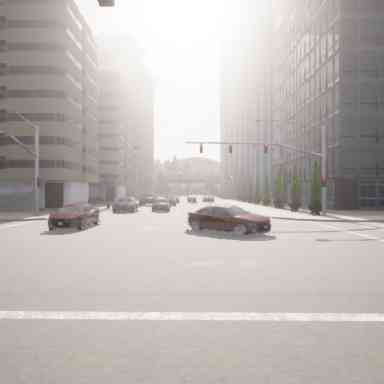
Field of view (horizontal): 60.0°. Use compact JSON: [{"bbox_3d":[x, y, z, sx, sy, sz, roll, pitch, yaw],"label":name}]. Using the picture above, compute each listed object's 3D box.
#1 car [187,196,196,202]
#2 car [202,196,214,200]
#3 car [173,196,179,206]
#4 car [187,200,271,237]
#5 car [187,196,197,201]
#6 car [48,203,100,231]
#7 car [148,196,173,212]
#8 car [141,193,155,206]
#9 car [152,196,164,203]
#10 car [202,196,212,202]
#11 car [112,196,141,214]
[{"bbox_3d":[-0.048,1.522,76.014,1.994,1.385,4.181,0,0,0],"label":"car"},{"bbox_3d":[3.458,1.505,67.522,1.837,1.490,4.892,0,0,0],"label":"car"},{"bbox_3d":[-3.625,1.351,52.916,2.097,1.767,4.553,0,0,0],"label":"car"},{"bbox_3d":[1.872,1.439,17.993,1.882,1.535,5.008,-1,1,-44],"label":"car"},{"bbox_3d":[-0.042,1.478,66.686,1.882,1.535,5.008,0,0,0],"label":"car"},{"bbox_3d":[-7.113,1.442,20.491,1.882,1.535,5.008,0,0,0],"label":"car"},{"bbox_3d":[-3.625,1.504,38.962,1.837,1.490,4.892,0,0,0],"label":"car"},{"bbox_3d":[-7.124,1.223,54.114,2.150,2.045,5.566,0,0,0],"label":"car"},{"bbox_3d":[-7.043,1.514,69.093,2.128,1.511,4.902,0,0,0],"label":"car"},{"bbox_3d":[3.452,1.528,76.190,1.994,1.385,4.181,0,0,0],"label":"car"},{"bbox_3d":[-7.123,1.353,35.704,2.097,1.767,4.553,0,0,0],"label":"car"}]
